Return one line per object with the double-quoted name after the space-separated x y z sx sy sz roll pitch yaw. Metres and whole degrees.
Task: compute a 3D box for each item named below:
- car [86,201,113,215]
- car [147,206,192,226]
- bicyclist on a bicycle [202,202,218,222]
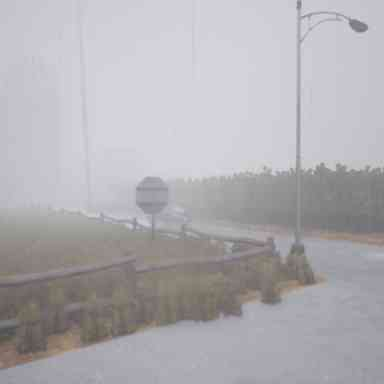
-10.733 1.804 38.379 1.837 1.490 4.892 1 0 -36 "car"
-1.810 1.801 25.981 1.812 1.442 4.674 1 -1 -36 "car"
1.453 1.608 26.923 1.656 1.620 0.582 0 0 -36 "bicyclist on a bicycle"
